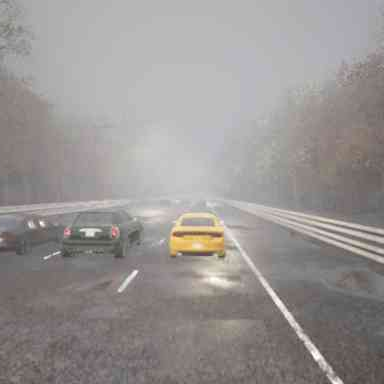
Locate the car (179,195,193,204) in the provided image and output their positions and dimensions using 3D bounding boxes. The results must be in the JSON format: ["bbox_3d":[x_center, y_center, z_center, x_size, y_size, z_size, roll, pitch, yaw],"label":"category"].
[{"bbox_3d":[-1.402,1.978,76.114,1.994,1.385,4.181,1,0,2],"label":"car"}]

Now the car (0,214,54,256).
[{"bbox_3d":[-6.758,1.574,13.182,2.033,1.411,5.357,1,0,2],"label":"car"}]

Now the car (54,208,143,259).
[{"bbox_3d":[-3.263,1.408,12.990,2.097,1.767,4.553,1,0,2],"label":"car"}]

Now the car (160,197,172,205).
[{"bbox_3d":[-5.188,1.821,66.465,1.882,1.535,5.008,1,0,2],"label":"car"}]

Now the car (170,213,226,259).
[{"bbox_3d":[0.241,1.566,12.994,1.882,1.535,5.008,1,0,2],"label":"car"}]

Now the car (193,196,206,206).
[{"bbox_3d":[1.682,1.929,62.018,2.033,1.411,5.357,1,0,2],"label":"car"}]
